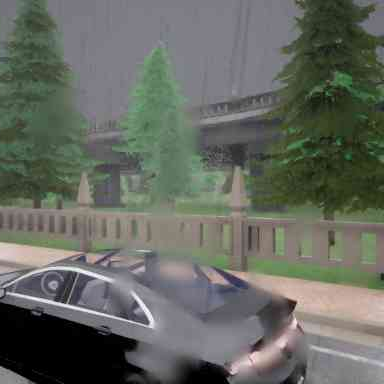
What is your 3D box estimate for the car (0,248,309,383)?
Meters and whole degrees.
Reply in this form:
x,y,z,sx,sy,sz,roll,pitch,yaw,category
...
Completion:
x,y,z,sx,sy,sz,roll,pitch,yaw,category
-1.117,1.492,4.203,4.902,1.511,2.128,0,0,33,car
